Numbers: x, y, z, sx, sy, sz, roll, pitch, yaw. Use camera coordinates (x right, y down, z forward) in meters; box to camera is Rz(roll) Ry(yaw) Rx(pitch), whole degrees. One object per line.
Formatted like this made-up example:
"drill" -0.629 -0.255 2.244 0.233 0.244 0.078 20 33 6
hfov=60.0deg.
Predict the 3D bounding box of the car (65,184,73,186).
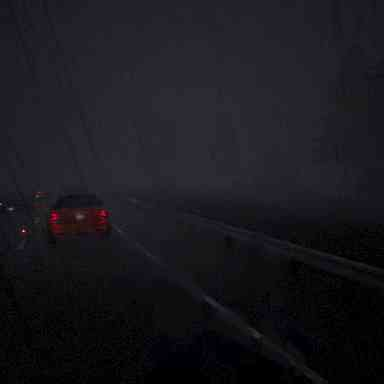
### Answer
"car" -11.153 0.090 30.924 2.097 1.767 4.553 -4 3 -19

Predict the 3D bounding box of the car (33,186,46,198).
"car" -17.501 0.110 38.296 1.837 1.490 4.892 -4 3 -19

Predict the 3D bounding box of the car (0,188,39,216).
"car" -11.965 0.754 22.750 1.812 1.442 4.674 -4 3 -19

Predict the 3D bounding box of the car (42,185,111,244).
"car" -4.615 0.786 13.300 2.097 1.767 4.553 -4 3 -22
